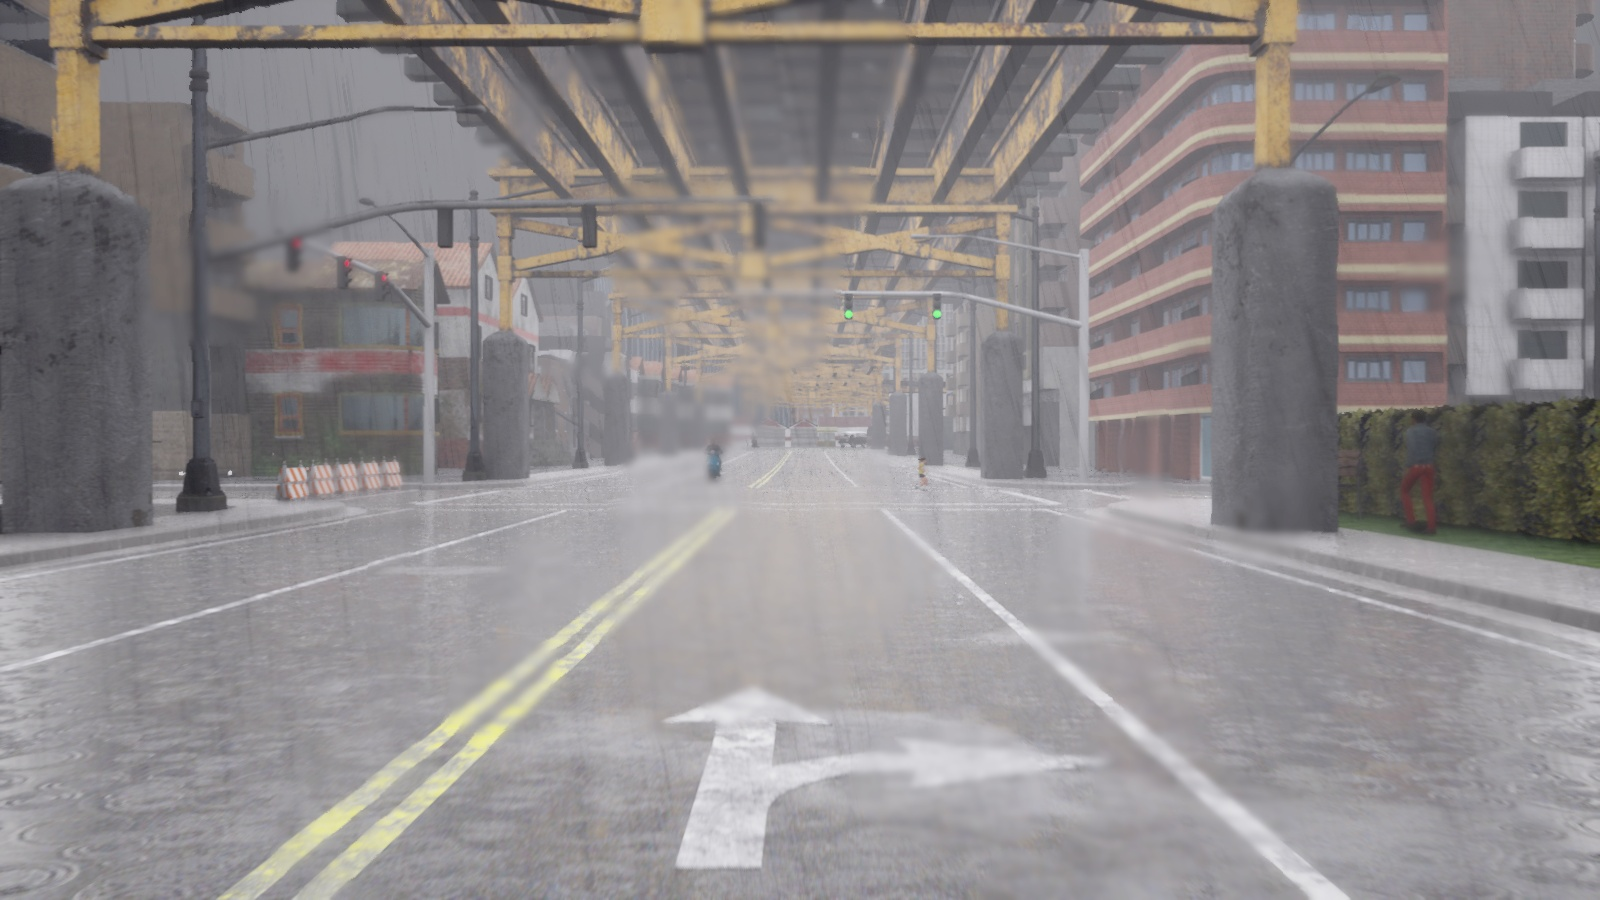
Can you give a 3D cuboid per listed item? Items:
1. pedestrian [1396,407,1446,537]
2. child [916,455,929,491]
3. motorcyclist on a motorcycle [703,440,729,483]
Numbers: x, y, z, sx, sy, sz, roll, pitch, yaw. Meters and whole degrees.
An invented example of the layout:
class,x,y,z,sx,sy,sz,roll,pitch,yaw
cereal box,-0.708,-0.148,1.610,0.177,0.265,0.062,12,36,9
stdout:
class,x,y,z,sx,sy,sz,roll,pitch,yaw
pedestrian,8.979,0.316,18.166,0.353,1.847,0.614,0,0,-8
child,3.776,0.711,38.810,0.394,1.110,0.255,0,0,3
motorcyclist on a motorcycle,-3.214,0.426,48.218,0.866,1.590,1.817,0,0,0
